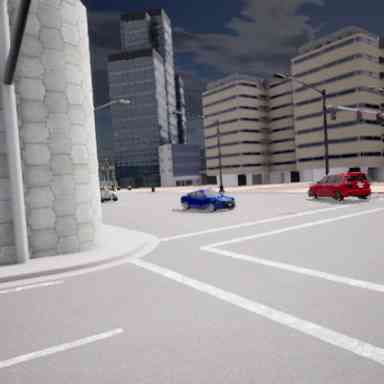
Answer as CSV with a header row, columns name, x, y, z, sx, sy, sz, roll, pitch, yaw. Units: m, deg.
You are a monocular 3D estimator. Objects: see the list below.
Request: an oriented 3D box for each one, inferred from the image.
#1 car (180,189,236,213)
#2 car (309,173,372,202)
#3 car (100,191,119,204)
name,x,y,z,sx,sy,sz,roll,pitch,yaw
car,1.071,0.561,24.085,1.882,1.535,5.008,-5,3,-35
car,11.231,-0.342,25.662,2.150,2.045,5.566,-5,2,-10
car,-10.586,0.647,40.727,1.994,1.385,4.181,-5,3,-35
